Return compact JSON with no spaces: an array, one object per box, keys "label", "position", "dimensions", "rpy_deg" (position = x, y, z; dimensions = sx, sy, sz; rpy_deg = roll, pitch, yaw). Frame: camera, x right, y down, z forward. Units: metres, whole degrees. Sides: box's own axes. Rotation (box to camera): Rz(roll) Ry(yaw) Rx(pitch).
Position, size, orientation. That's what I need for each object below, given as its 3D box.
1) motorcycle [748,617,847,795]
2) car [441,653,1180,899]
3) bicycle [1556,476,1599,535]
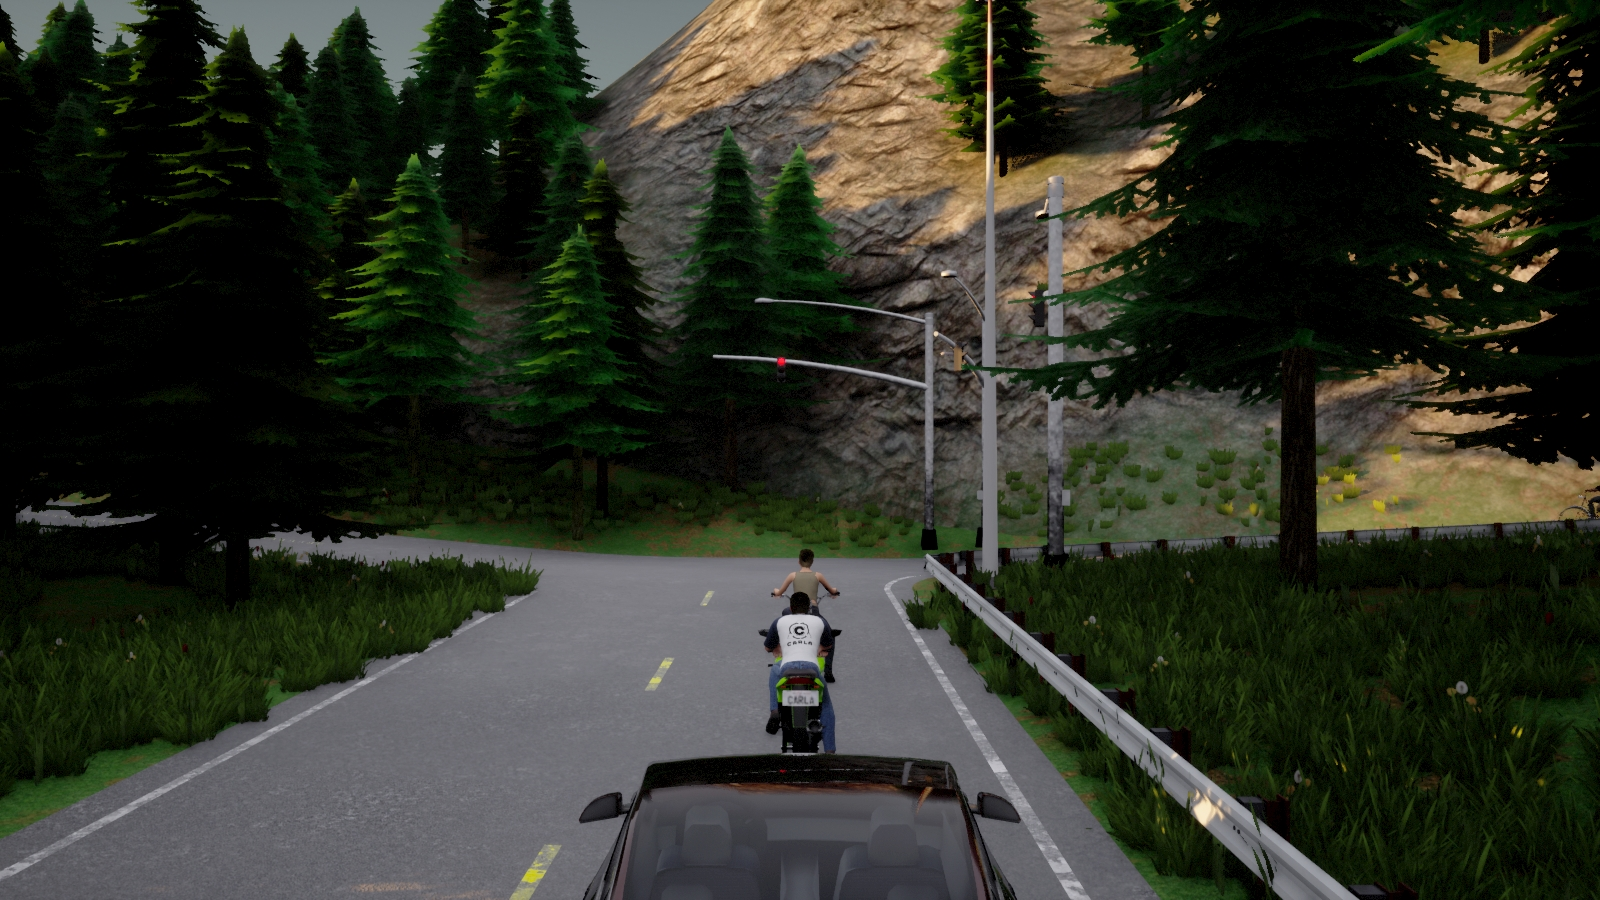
[{"label":"motorcycle","position":[-0.020,2.213,10.238],"dimensions":[0.803,1.145,2.033],"rpy_deg":[0,0,0]},{"label":"car","position":[0.029,2.063,5.012],"dimensions":[2.163,1.488,4.792],"rpy_deg":[0,0,0]},{"label":"bicycle","position":[20.932,1.424,29.862],"dimensions":[1.835,1.471,0.329],"rpy_deg":[-5,-2,26]}]
